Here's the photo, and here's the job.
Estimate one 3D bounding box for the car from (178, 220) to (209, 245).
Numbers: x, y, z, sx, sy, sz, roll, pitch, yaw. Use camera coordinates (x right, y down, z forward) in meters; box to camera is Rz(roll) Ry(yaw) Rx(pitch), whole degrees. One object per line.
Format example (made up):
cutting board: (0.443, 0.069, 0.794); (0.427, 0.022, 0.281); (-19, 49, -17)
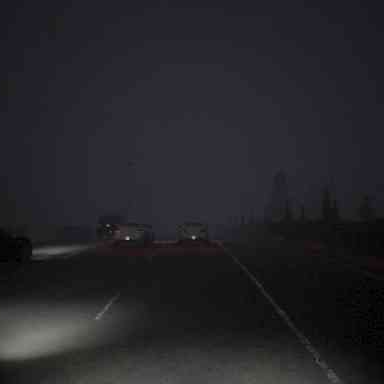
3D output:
car: (0.093, 2.515, 20.839); (1.812, 1.442, 4.674); (0, -5, 0)

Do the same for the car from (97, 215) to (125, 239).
car: (-6.907, 3.200, 29.951); (2.150, 2.045, 5.566); (0, -7, 0)

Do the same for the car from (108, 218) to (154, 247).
car: (-3.405, 2.430, 19.886); (1.812, 1.442, 4.674); (0, -5, 0)

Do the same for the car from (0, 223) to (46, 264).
car: (-6.904, 1.764, 10.550); (2.128, 1.511, 4.902); (0, -3, 0)

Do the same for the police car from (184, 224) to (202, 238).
police car: (0.091, 4.647, 39.580); (2.038, 1.542, 4.974); (0, -7, 0)
